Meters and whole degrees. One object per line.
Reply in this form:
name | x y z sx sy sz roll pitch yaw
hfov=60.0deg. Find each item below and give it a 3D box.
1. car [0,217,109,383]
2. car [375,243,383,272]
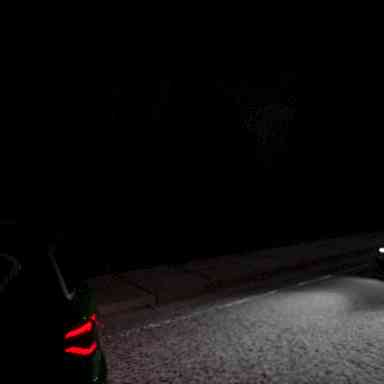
car | -3.258 1.233 1.710 5.566 2.045 2.150 0 0 -36
car | 7.041 1.567 9.247 4.718 1.301 1.895 0 0 -37
